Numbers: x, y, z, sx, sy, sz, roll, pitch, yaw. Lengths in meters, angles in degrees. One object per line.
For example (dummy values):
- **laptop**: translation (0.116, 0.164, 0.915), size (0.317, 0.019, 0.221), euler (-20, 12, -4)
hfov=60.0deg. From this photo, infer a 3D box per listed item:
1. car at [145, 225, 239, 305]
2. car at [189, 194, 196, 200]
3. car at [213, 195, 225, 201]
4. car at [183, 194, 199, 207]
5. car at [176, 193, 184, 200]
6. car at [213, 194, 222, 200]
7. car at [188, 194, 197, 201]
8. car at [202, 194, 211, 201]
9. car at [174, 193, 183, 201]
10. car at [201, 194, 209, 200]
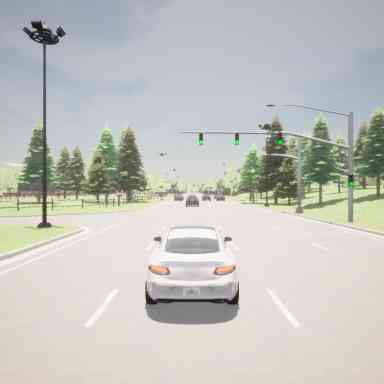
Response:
- **car**: translation (0.016, 1.526, 7.975), size (1.812, 1.442, 4.674), euler (0, 0, 0)
- **car**: translation (0.112, 1.332, 92.911), size (1.837, 1.490, 4.892), euler (0, 0, 0)
- **car**: translation (7.099, 1.517, 82.483), size (2.128, 1.511, 4.902), euler (0, 0, 0)
- **car**: translation (0.062, 1.352, 51.848), size (2.097, 1.767, 4.553), euler (0, 0, 0)
- **car**: translation (-3.388, 1.188, 92.885), size (2.097, 1.767, 4.553), euler (0, 0, 0)
- **car**: translation (7.112, 1.385, 92.903), size (1.994, 1.385, 4.181), euler (0, 0, 0)
- **car**: translation (0.100, 1.348, 82.878), size (2.097, 1.767, 4.553), euler (0, 0, 0)
- **car**: translation (3.600, 1.348, 82.874), size (2.097, 1.767, 4.553), euler (0, 0, 0)
- **car**: translation (-3.400, 1.544, 82.879), size (1.994, 1.385, 4.181), euler (0, 0, 0)
- **car**: translation (3.612, 1.372, 92.907), size (2.033, 1.411, 5.357), euler (0, 0, 0)
